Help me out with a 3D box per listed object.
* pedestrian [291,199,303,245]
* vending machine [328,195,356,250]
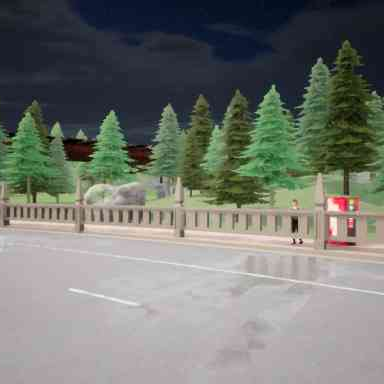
[{"bbox_3d":[4.061,1.142,13.009,0.375,1.860,0.375,0,0,33],"label":"pedestrian"},{"bbox_3d":[6.079,1.195,13.466,0.880,2.100,1.100,0,0,33],"label":"vending machine"}]
